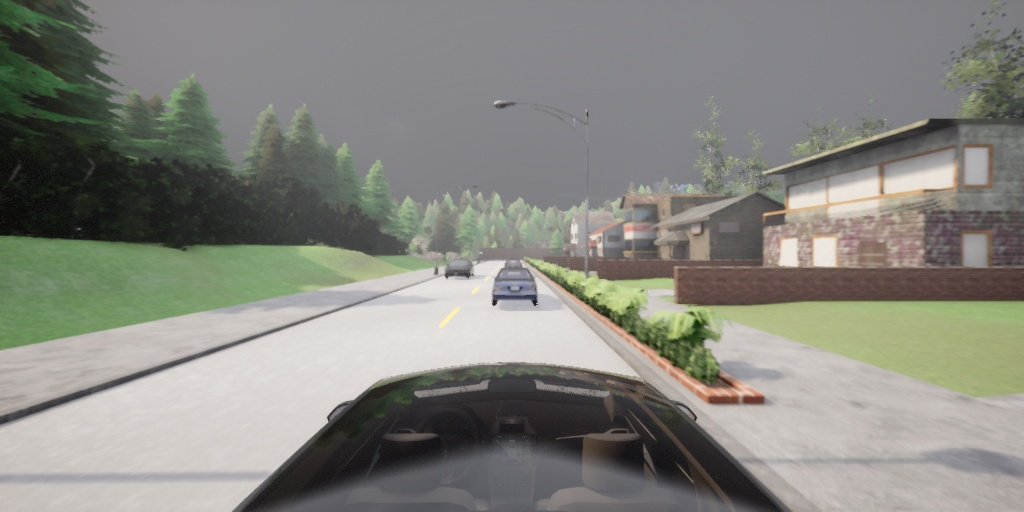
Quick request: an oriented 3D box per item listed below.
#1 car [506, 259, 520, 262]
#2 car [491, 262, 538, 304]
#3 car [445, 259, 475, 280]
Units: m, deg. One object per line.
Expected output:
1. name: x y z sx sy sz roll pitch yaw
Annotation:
1. car: 0.118 0.984 35.748 2.033 1.411 5.357 0 1 0
2. car: 0.105 1.172 15.309 2.033 1.411 5.357 0 0 0
3. car: -4.079 0.980 28.514 1.882 1.535 5.008 0 0 0
